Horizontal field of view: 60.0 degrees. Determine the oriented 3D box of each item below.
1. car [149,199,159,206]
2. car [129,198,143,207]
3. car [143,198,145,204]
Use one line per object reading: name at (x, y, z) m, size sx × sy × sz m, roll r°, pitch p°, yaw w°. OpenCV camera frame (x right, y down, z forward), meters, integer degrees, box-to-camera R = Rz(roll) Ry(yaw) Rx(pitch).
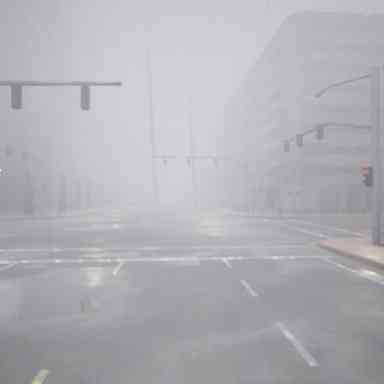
car at (-8.255, 2.248, 72.561) m, size 1.994 × 1.385 × 4.181 m, roll 0°, pitch -1°, yaw -4°
car at (-11.324, 2.165, 66.074) m, size 1.812 × 1.442 × 4.674 m, roll 0°, pitch -1°, yaw -4°
car at (-12.120, 2.068, 77.836) m, size 1.882 × 1.535 × 5.008 m, roll 0°, pitch -1°, yaw -4°
